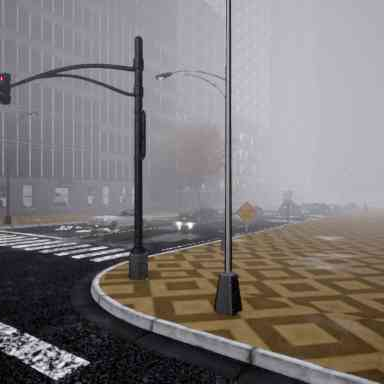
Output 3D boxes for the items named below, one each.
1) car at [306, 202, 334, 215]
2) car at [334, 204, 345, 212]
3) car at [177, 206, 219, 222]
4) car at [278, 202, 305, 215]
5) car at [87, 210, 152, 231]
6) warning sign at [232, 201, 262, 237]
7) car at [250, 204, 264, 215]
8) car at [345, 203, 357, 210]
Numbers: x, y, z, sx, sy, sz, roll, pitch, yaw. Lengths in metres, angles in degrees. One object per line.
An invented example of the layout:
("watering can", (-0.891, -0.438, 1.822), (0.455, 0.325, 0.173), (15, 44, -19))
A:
("car", (18.280, 2.267, 47.391), (2.097, 1.767, 4.553), (0, -1, 33))
("car", (23.736, 2.640, 55.889), (2.033, 1.411, 5.357), (0, -1, 33))
("car", (0.734, 2.062, 32.470), (2.033, 1.411, 5.357), (0, -1, 33))
("car", (13.725, 2.205, 46.402), (2.097, 1.767, 4.553), (0, -1, 33))
("car", (-5.017, 1.925, 23.515), (1.895, 1.301, 4.718), (0, -1, 33))
("warning sign", (3.066, 1.454, 18.581), (1.300, 1.860, 1.060), (1, 1, 33))
("car", (7.793, 2.311, 43.420), (1.994, 1.385, 4.181), (0, -1, 33))
("car", (31.341, 2.837, 65.801), (1.812, 1.442, 4.674), (0, -1, 33))
